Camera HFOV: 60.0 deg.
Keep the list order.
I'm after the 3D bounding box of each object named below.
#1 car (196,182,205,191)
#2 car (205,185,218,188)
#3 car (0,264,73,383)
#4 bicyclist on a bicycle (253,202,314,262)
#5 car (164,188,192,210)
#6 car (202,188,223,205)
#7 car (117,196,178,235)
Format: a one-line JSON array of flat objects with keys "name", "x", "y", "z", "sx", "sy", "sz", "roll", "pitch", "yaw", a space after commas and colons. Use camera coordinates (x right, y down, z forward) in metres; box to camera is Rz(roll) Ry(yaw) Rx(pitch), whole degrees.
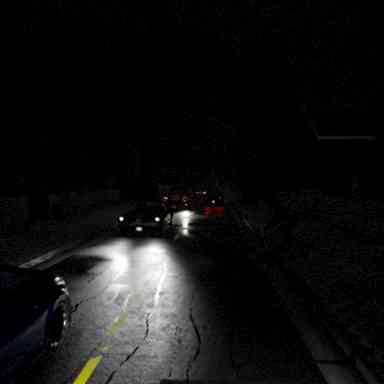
[{"name": "car", "x": 2.193, "y": -1.217, "z": 77.989, "sx": 2.150, "sy": 2.045, "sz": 5.566, "roll": 1, "pitch": 2, "yaw": 4}, {"name": "car", "x": 3.303, "y": -0.029, "z": 51.052, "sx": 1.837, "sy": 1.490, "sz": 4.892, "roll": 1, "pitch": 2, "yaw": 4}, {"name": "car", "x": -2.761, "y": 1.441, "z": 3.038, "sx": 1.994, "sy": 1.385, "sz": 4.181, "roll": 1, "pitch": 2, "yaw": 3}, {"name": "bicyclist on a bicycle", "x": 2.436, "y": 1.074, "z": 9.090, "sx": 1.656, "sy": 1.620, "sz": 0.582, "roll": -7, "pitch": 1, "yaw": 4}, {"name": "car", "x": -1.161, "y": 0.476, "z": 27.372, "sx": 2.097, "sy": 1.767, "sz": 4.553, "roll": 1, "pitch": 2, "yaw": 4}, {"name": "car", "x": 2.200, "y": 0.553, "z": 34.008, "sx": 1.895, "sy": 1.301, "sz": 4.718, "roll": 1, "pitch": 2, "yaw": 4}, {"name": "car", "x": -1.959, "y": 1.093, "z": 15.381, "sx": 1.895, "sy": 1.301, "sz": 4.718, "roll": 1, "pitch": 2, "yaw": 4}]
